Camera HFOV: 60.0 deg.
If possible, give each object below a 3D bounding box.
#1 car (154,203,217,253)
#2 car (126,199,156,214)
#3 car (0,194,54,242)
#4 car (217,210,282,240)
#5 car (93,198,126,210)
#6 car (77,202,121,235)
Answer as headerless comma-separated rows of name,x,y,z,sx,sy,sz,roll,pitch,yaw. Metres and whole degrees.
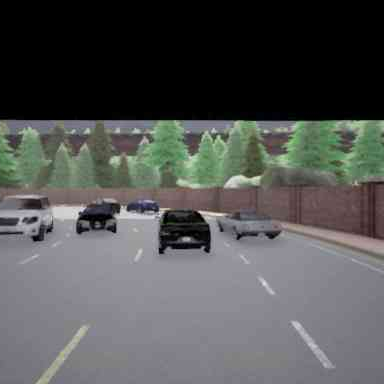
car,-0.462,1.416,13.526,1.882,1.535,5.008,0,0,-7
car,-4.971,1.375,33.190,1.812,1.442,4.674,0,0,-36
car,-8.031,1.148,15.940,2.150,2.045,5.566,0,0,-15
car,2.593,1.526,16.454,1.895,1.301,4.718,0,0,-10
car,-8.576,1.358,32.165,1.837,1.490,4.892,1,0,-39
car,-5.216,1.480,18.243,1.994,1.385,4.181,0,0,-18
